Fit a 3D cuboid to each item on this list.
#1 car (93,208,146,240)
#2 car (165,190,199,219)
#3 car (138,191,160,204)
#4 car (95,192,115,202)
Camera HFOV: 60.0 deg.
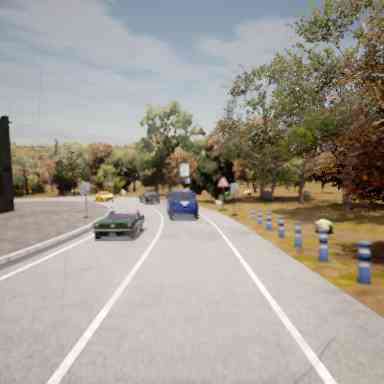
[{"bbox_3d":[-3.498,1.519,16.648,1.895,1.301,4.718,0,1,-2],"label":"car"},{"bbox_3d":[-0.821,0.885,26.004,2.150,2.045,5.566,-1,2,-7],"label":"car"},{"bbox_3d":[-5.621,0.679,43.086,1.837,1.490,4.892,-3,2,-23],"label":"car"},{"bbox_3d":[-13.198,0.686,50.340,1.882,1.535,5.008,-4,3,-31],"label":"car"}]
